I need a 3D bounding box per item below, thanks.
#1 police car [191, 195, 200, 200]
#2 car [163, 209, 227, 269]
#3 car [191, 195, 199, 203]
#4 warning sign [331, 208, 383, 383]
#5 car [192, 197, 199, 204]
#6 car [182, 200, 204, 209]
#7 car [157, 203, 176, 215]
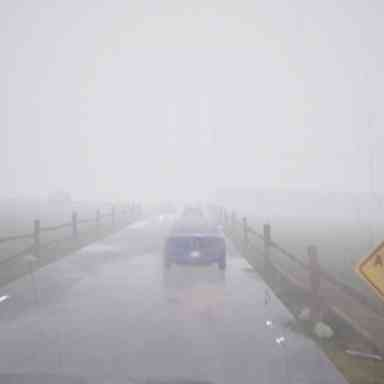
[{"bbox_3d":[0.827,1.976,73.908,1.930,1.638,5.238,0,0,0],"label":"police car"},{"bbox_3d":[0.088,1.595,11.617,1.882,1.535,5.008,0,0,0],"label":"car"},{"bbox_3d":[0.825,1.842,89.829,2.150,2.045,5.566,0,0,0],"label":"car"},{"bbox_3d":[2.468,1.154,3.778,1.300,1.860,1.060,1,1,0],"label":"warning sign"},{"bbox_3d":[0.827,2.101,83.798,1.837,1.490,4.892,0,0,0],"label":"car"},{"bbox_3d":[0.095,1.771,29.785,2.128,1.511,4.902,0,0,0],"label":"car"},{"bbox_3d":[-2.841,1.908,38.287,1.994,1.385,4.181,0,0,0],"label":"car"}]
